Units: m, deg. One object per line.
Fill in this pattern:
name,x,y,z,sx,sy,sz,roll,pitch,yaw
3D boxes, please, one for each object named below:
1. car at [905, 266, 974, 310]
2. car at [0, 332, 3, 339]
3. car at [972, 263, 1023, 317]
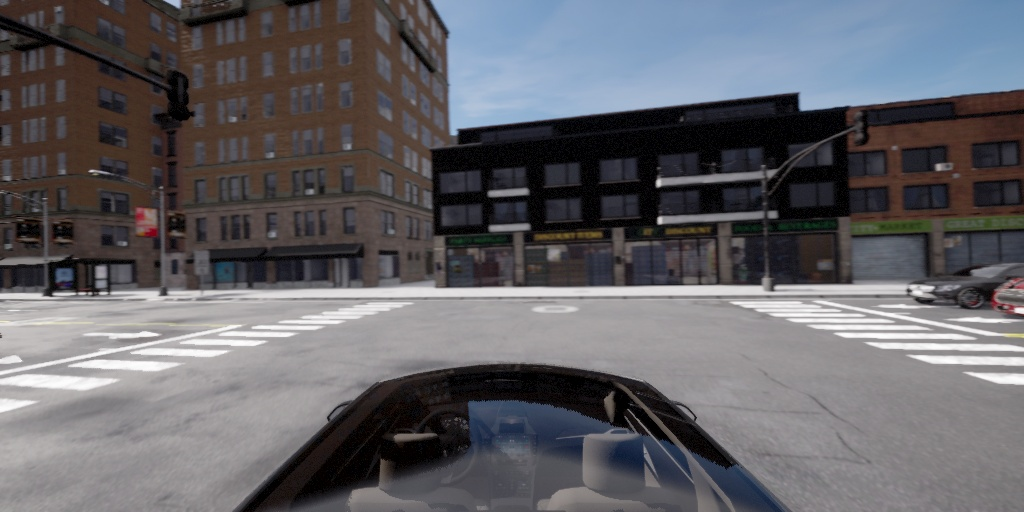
car,16.378,0.958,12.016,4.674,1.442,1.812,-2,-1,11
car,-14.509,1.805,8.152,4.718,1.301,1.895,-2,-1,11
car,15.447,0.775,8.889,4.553,1.767,2.097,-2,-1,12
